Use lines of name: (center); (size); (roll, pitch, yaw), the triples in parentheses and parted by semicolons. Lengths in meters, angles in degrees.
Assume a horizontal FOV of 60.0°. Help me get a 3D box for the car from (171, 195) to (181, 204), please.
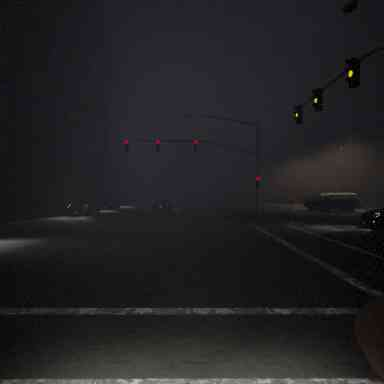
car: (-3.347, 1.351, 64.835); (2.097, 1.767, 4.553); (0, 0, 1)

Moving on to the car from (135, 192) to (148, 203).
car: (-10.333, 1.015, 68.451); (2.150, 2.045, 5.566); (0, 0, 0)

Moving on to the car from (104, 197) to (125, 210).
car: (-10.602, 1.547, 43.109); (2.033, 1.411, 5.357); (0, 0, 0)

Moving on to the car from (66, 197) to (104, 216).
car: (-10.673, 1.352, 32.854); (2.097, 1.767, 4.553); (0, 0, 0)

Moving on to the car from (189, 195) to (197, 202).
car: (0.206, 1.362, 73.820); (1.837, 1.490, 4.892); (0, 0, 0)

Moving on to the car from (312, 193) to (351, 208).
car: (21.834, 1.209, 52.178); (4.605, 1.855, 1.932); (0, 0, 1)

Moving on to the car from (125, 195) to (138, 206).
car: (-10.514, 1.563, 53.611); (1.994, 1.385, 4.181); (0, 0, 1)

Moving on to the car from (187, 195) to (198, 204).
car: (0.133, 1.352, 63.691); (2.097, 1.767, 4.553); (0, 0, 0)

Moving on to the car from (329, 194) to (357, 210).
car: (21.805, 1.451, 46.599); (3.806, 1.475, 1.970); (0, 0, 1)

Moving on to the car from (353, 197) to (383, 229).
car: (13.263, 1.407, 21.255); (4.553, 1.767, 2.097); (0, 0, 1)

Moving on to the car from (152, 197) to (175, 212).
car: (-3.451, 1.564, 38.785); (1.994, 1.385, 4.181); (0, 0, 0)

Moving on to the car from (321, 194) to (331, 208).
car: (21.847, 1.419, 49.494); (3.905, 1.438, 1.784); (0, 0, 1)
